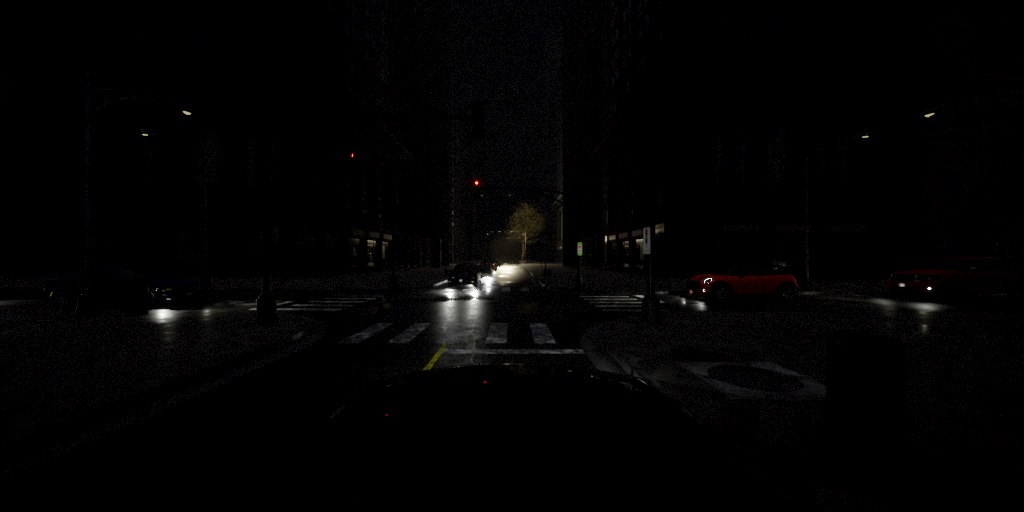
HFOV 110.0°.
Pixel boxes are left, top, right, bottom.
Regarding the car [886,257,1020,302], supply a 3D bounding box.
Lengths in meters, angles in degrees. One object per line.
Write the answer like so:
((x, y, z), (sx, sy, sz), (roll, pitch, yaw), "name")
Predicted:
((21.363, 1.040, 17.076), (5.566, 2.045, 2.150), (0, 0, 0), "car")

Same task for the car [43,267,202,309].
((-14.907, 1.176, 13.895), (5.008, 1.535, 1.882), (0, 0, 2), "car")

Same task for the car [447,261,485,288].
((-3.080, 1.255, 24.032), (1.837, 1.490, 4.892), (0, 0, 0), "car")

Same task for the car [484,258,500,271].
((-3.074, 1.115, 48.345), (2.097, 1.767, 4.553), (0, 0, 0), "car")

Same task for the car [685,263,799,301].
((10.785, 1.138, 17.088), (4.553, 1.767, 2.097), (0, 0, 0), "car")

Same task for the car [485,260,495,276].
((-3.087, 1.354, 37.515), (1.895, 1.301, 4.718), (0, 0, 0), "car")
